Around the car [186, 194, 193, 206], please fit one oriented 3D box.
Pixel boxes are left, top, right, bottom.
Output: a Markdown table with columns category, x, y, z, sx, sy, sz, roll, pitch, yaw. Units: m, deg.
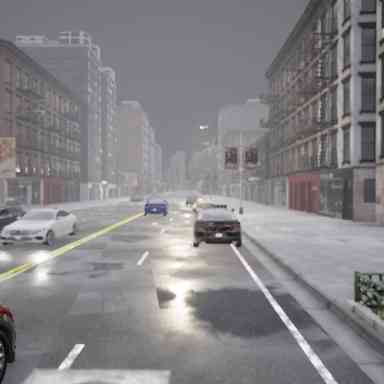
| category | x | y | z | sx | sy | sz | roll | pitch | yaw |
| --- | --- | --- | --- | --- | --- | --- | --- | --- | --- |
| car | 0.053 | 1.290 | 49.679 | 1.994 | 1.385 | 4.181 | 0 | 0 | 1 |

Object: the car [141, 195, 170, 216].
| category | x | y | z | sx | sy | sz | roll | pitch | yaw |
| --- | --- | --- | --- | --- | --- | --- | --- | --- | --- |
| car | -3.122 | 1.326 | 30.221 | 1.882 | 1.535 | 5.008 | 0 | 0 | 0 |

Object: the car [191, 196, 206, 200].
| category | x | y | z | sx | sy | sz | roll | pitch | yaw |
| --- | --- | --- | --- | --- | --- | --- | --- | --- | --- |
| car | 0.997 | 1.331 | 24.735 | 1.801 | 1.575 | 5.366 | 0 | 0 | 0 |

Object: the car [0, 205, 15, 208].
| category | x | y | z | sx | sy | sz | roll | pitch | yaw |
| --- | --- | --- | --- | --- | --- | --- | --- | --- | --- |
| car | -9.835 | 1.422 | 16.483 | 1.837 | 1.490 | 4.892 | 0 | 0 | 0 |

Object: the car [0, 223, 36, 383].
| category | x | y | z | sx | sy | sz | roll | pitch | yaw |
| --- | --- | --- | --- | --- | --- | --- | --- | --- | --- |
| car | -3.148 | 1.341 | 2.119 | 2.097 | 1.767 | 4.553 | 0 | 0 | 0 |

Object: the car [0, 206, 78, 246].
| category | x | y | z | sx | sy | sz | roll | pitch | yaw |
| --- | --- | --- | --- | --- | --- | --- | --- | --- | --- |
| car | -6.587 | 1.450 | 14.941 | 1.812 | 1.442 | 4.674 | 0 | 0 | 0 |

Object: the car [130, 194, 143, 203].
| category | x | y | z | sx | sy | sz | roll | pitch | yaw |
| --- | --- | --- | --- | --- | --- | --- | --- | --- | --- |
| car | -9.756 | 1.160 | 59.413 | 1.837 | 1.490 | 4.892 | 0 | 1 | 1 |

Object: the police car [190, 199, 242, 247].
| category | x | y | z | sx | sy | sz | roll | pitch | yaw |
| --- | --- | --- | --- | --- | --- | --- | --- | --- | --- |
| police car | 0.988 | 1.352 | 14.654 | 1.930 | 1.638 | 5.238 | 0 | 0 | 0 |

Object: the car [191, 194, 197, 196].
| category | x | y | z | sx | sy | sz | roll | pitch | yaw |
| --- | --- | --- | --- | --- | --- | --- | --- | --- | --- |
| car | 1.002 | 1.301 | 30.735 | 1.801 | 1.575 | 5.366 | 0 | 0 | 0 |

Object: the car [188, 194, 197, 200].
| category | x | y | z | sx | sy | sz | roll | pitch | yaw |
| --- | --- | --- | --- | --- | --- | --- | --- | --- | --- |
| car | 0.064 | 1.037 | 71.102 | 1.895 | 1.301 | 4.718 | 0 | 0 | 0 |
